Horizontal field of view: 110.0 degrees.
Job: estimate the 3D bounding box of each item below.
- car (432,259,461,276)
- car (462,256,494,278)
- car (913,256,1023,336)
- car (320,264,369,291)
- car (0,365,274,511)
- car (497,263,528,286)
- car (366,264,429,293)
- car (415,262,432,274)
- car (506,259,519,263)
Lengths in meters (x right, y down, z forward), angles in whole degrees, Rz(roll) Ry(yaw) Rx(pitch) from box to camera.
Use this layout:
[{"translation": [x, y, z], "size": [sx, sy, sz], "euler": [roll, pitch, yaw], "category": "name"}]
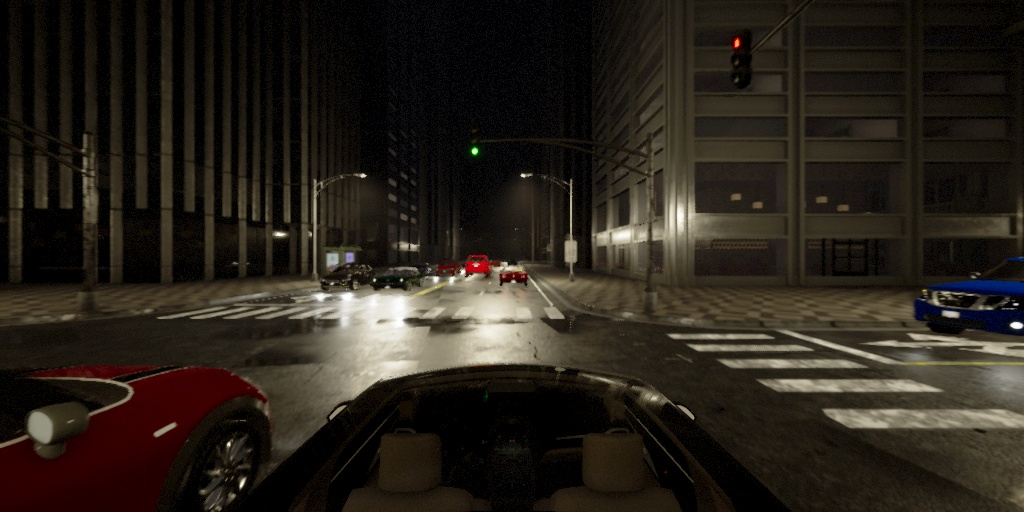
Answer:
[{"translation": [-6.579, 1.242, 37.492], "size": [1.882, 1.535, 5.008], "euler": [0, 0, 0], "category": "car"}, {"translation": [-3.147, 0.983, 34.132], "size": [2.150, 2.045, 5.566], "euler": [0, 0, 0], "category": "car"}, {"translation": [12.878, 0.980, 8.260], "size": [5.566, 2.045, 2.150], "euler": [0, 0, 0], "category": "car"}, {"translation": [-9.841, 1.263, 22.010], "size": [1.837, 1.490, 4.892], "euler": [0, 0, 0], "category": "car"}, {"translation": [-3.152, 1.102, 1.290], "size": [2.097, 1.767, 4.553], "euler": [0, 0, 0], "category": "car"}, {"translation": [0.102, 1.358, 25.402], "size": [1.895, 1.301, 4.718], "euler": [0, 0, 0], "category": "car"}, {"translation": [-6.594, 1.358, 21.226], "size": [1.895, 1.301, 4.718], "euler": [0, 0, 0], "category": "car"}, {"translation": [-9.826, 1.329, 38.322], "size": [1.994, 1.385, 4.181], "euler": [0, 0, 0], "category": "car"}, {"translation": [0.071, 1.287, 63.860], "size": [1.837, 1.490, 4.892], "euler": [0, -1, 0], "category": "car"}]
